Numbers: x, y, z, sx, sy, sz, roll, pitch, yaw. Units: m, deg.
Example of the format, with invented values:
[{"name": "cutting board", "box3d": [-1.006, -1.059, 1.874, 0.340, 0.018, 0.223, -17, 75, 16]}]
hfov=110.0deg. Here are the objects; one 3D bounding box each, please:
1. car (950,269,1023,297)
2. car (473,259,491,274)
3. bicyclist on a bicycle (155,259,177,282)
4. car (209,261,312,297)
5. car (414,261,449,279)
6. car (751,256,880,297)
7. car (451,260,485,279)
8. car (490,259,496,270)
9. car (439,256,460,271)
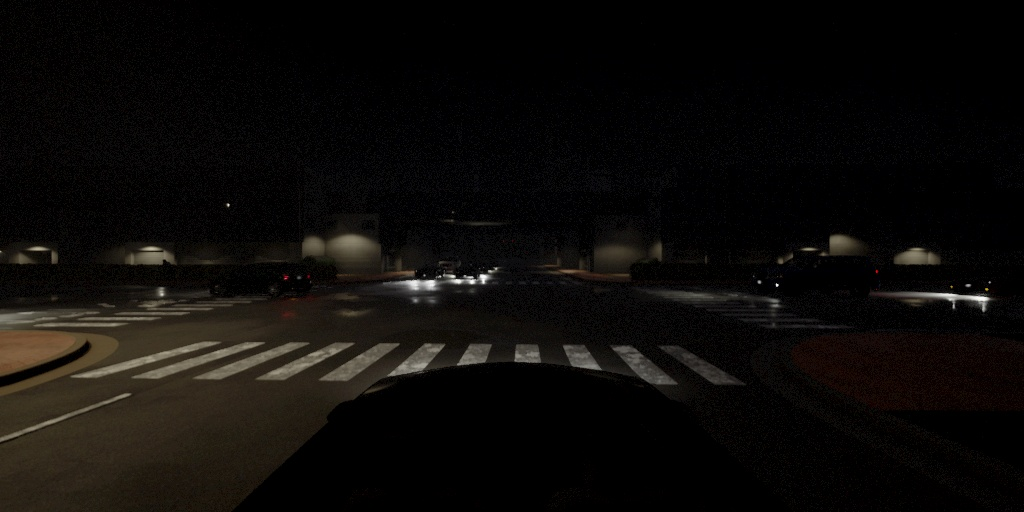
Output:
[{"name": "car", "box3d": [25.542, 1.343, 18.501, 4.181, 1.385, 1.994, 0, 0, 0]}, {"name": "car", "box3d": [-3.932, 1.396, 42.976, 1.895, 1.301, 4.718, 0, 0, 1]}, {"name": "bicyclist on a bicycle", "box3d": [-25.843, 1.084, 26.816, 0.582, 1.620, 1.656, 0, 0, 1]}, {"name": "car", "box3d": [-12.980, 1.130, 18.580, 4.553, 1.767, 2.097, 0, 0, 8]}, {"name": "car", "box3d": [-7.544, 1.389, 33.412, 1.895, 1.301, 4.718, 0, 0, 2]}, {"name": "car", "box3d": [15.577, 1.000, 18.556, 5.566, 2.045, 2.150, 0, 0, 0]}, {"name": "car", "box3d": [-4.008, 1.336, 33.390, 2.033, 1.411, 5.357, 0, 0, 0]}, {"name": "car", "box3d": [-3.833, 1.280, 53.075, 1.882, 1.535, 5.008, 0, 0, 1]}, {"name": "car", "box3d": [-7.433, 1.017, 42.956, 2.150, 2.045, 5.566, 0, 0, 0]}]
